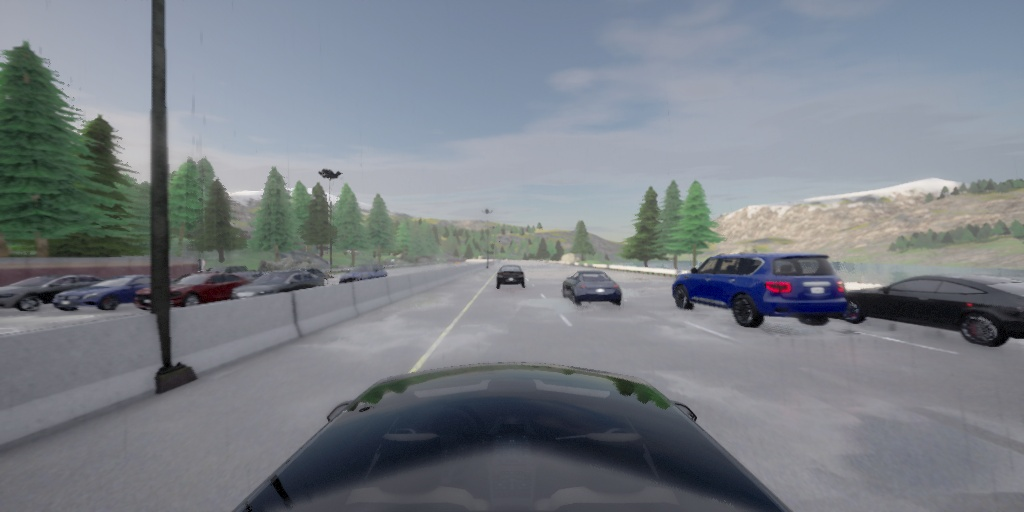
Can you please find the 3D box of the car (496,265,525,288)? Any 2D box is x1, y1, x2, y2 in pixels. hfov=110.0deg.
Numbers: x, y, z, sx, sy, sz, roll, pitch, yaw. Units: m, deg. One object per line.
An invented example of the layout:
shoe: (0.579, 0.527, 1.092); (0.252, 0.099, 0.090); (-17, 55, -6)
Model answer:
car: (-0.107, 1.377, 25.773); (1.882, 1.535, 5.008); (-1, 0, -1)

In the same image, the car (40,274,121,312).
car: (-17.620, 1.599, 16.465); (1.812, 1.442, 4.674); (-1, -1, -1)

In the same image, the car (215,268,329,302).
car: (-10.622, 1.475, 16.654); (2.128, 1.511, 4.902); (-1, 0, 0)

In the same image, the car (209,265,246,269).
car: (-21.237, 1.532, 26.226); (2.097, 1.767, 4.553); (-1, 0, 0)

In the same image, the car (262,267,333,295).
car: (-14.234, 1.579, 24.178); (1.837, 1.490, 4.892); (-1, 0, 0)

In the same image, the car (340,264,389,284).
car: (-10.739, 1.396, 26.338); (2.097, 1.767, 4.553); (-1, -1, 0)

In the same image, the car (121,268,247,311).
car: (-14.121, 1.504, 16.385); (1.882, 1.535, 5.008); (-1, -1, 0)

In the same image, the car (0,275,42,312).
car: (-21.121, 1.612, 16.551); (2.128, 1.511, 4.902); (-1, 0, 0)

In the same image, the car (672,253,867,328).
car: (7.308, 0.936, 11.400); (2.150, 2.045, 5.566); (-1, 0, -3)

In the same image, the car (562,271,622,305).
car: (3.493, 1.358, 16.288); (1.994, 1.385, 4.181); (-1, 0, -1)

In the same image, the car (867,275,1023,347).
car: (10.705, 1.179, 8.855); (1.812, 1.442, 4.674); (-1, 0, -1)
